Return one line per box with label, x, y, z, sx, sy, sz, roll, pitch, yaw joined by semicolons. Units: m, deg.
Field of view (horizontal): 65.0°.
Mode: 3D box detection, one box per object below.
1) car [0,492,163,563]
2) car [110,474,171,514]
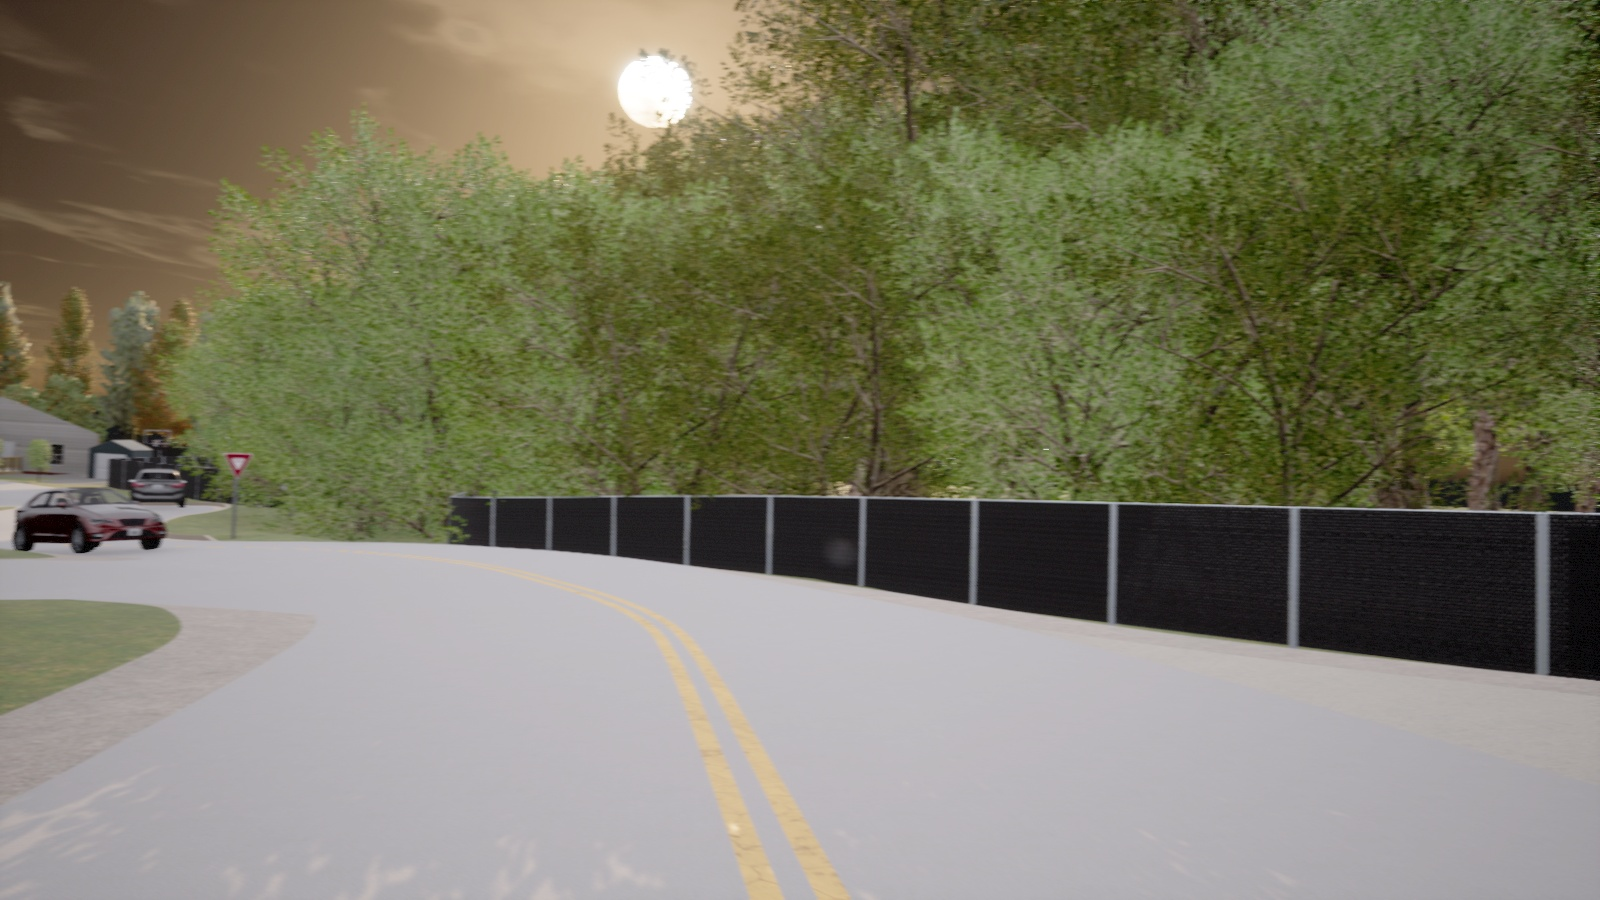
car;-16.481;1.748;28.485;4.193;1.474;1.816;-3;-2;34
car;-29.027;1.896;55.204;2.242;1.667;4.611;1;-2;-29
